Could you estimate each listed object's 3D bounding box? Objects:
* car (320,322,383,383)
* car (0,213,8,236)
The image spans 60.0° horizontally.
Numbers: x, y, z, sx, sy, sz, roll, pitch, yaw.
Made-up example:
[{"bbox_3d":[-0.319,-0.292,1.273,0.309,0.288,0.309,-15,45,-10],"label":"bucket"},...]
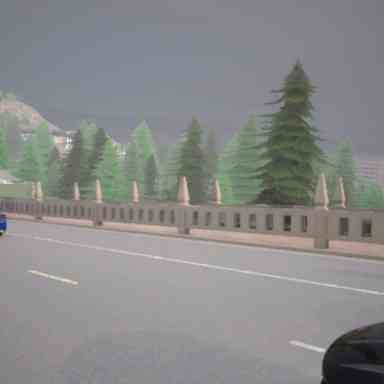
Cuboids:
[{"bbox_3d":[3.271,1.492,1.659,5.008,1.535,1.882,0,0,35],"label":"car"},{"bbox_3d":[-10.840,1.344,16.017,5.008,1.535,1.882,0,0,35],"label":"car"}]
